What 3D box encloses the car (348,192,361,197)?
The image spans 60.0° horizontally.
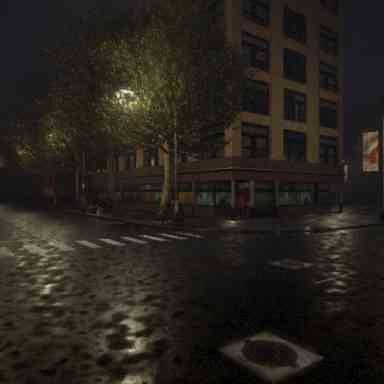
[{"bbox_3d":[39.927,1.317,84.591,2.002,1.452,4.674,0,0,-36],"label":"car"}]
